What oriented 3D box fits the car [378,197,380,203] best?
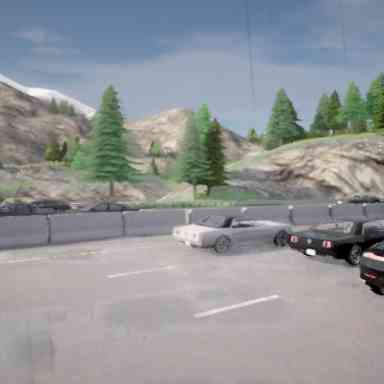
[{"bbox_3d":[24.105,1.121,46.767,4.902,1.511,2.128,0,0,-19],"label":"car"}]

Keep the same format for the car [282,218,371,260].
[{"bbox_3d":[5.499,1.513,11.132,4.718,1.301,1.895,0,0,-31],"label":"car"}]

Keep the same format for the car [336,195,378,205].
[{"bbox_3d":[20.268,1.165,41.636,4.902,1.511,2.128,0,0,-21],"label":"car"}]

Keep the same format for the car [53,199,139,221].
[{"bbox_3d":[-5.736,1.361,20.885,5.008,1.535,1.882,0,0,-32],"label":"car"}]

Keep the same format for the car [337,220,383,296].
[{"bbox_3d":[5.640,1.429,7.115,4.902,1.511,2.128,0,0,-31],"label":"car"}]

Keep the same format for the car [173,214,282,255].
[{"bbox_3d":[1.753,1.512,12.973,4.718,1.301,1.895,0,0,-31],"label":"car"}]

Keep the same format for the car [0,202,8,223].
[{"bbox_3d":[-15.742,1.448,22.728,5.357,1.411,2.033,0,0,-35],"label":"car"}]

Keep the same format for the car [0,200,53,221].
[{"bbox_3d":[-11.542,1.445,21.337,5.357,1.411,2.033,0,0,-34],"label":"car"}]
